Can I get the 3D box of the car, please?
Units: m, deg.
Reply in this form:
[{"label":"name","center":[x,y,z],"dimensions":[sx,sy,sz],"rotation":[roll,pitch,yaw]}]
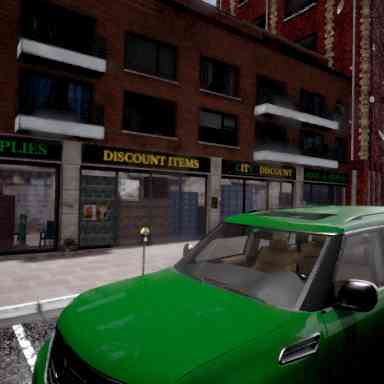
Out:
[{"label":"car","center":[1.260,1.224,3.841],"dimensions":[5.566,2.045,2.150],"rotation":[0,0,-35]}]
